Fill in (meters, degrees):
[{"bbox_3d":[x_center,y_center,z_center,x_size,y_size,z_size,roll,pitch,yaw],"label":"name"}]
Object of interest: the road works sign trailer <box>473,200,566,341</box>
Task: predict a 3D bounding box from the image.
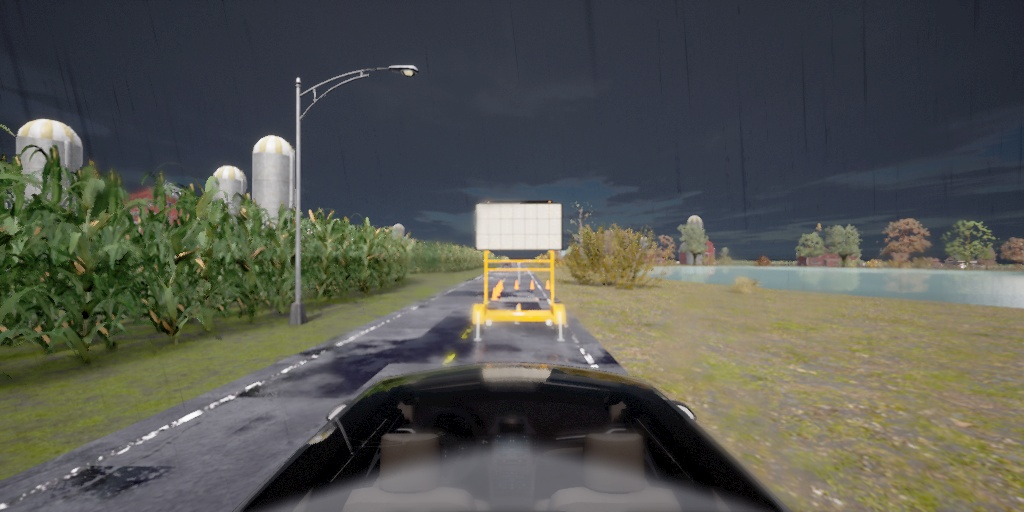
[{"bbox_3d":[0.202,0.258,10.018,2.380,3.560,2.880,0,0,1],"label":"road works sign trailer"}]
